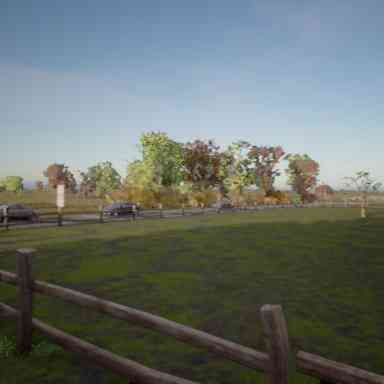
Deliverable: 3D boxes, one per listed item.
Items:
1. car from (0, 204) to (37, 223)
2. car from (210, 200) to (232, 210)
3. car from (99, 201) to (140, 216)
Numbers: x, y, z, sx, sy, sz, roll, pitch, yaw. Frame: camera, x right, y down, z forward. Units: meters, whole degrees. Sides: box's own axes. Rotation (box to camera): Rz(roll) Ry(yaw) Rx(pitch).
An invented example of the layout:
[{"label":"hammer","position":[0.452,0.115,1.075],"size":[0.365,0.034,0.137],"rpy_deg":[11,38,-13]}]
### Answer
[{"label":"car","position":[-14.676,1.682,26.597],"size":[1.994,1.385,4.181],"rpy_deg":[1,0,35]},{"label":"car","position":[4.701,2.088,53.572],"size":[2.128,1.511,4.902],"rpy_deg":[1,0,36]},{"label":"car","position":[-7.797,1.787,36.222],"size":[1.837,1.490,4.892],"rpy_deg":[1,1,36]}]
